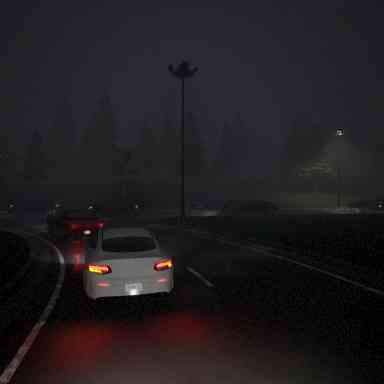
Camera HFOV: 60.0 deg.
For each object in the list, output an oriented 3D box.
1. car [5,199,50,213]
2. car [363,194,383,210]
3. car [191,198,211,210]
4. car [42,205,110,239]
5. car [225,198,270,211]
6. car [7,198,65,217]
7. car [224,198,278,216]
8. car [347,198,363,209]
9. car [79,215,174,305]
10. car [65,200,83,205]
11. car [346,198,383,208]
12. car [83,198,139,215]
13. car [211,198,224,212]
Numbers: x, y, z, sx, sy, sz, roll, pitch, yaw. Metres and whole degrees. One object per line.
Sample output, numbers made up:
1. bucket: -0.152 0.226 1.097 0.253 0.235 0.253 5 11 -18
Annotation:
1. car: -18.546 1.564 37.644 4.181 1.385 1.994 0 0 -14
2. car: 24.532 1.221 40.909 5.566 2.045 2.150 0 0 -14
3. car: 2.402 1.477 42.737 5.008 1.535 1.882 0 0 -14
4. car: -6.180 1.601 17.414 1.895 1.301 4.718 0 0 -35
5. car: 6.687 1.478 40.176 5.008 1.535 1.882 0 0 -14
6. car: -14.782 1.352 31.355 4.553 1.767 2.097 0 0 -14
7. car: 6.063 1.491 32.821 4.902 1.511 2.128 0 0 -14
8. car: 23.018 1.526 44.132 4.674 1.442 1.812 0 0 -14
9. car: -1.664 1.526 8.124 1.812 1.442 4.674 0 0 -16
10. car: -12.383 1.564 35.539 4.181 1.385 1.994 0 0 -14
11. car: 25.332 1.547 48.305 5.357 1.411 2.033 0 0 -14
12. car: -7.049 1.351 29.633 4.553 1.767 2.097 0 0 -14
13. car: 4.922 1.505 36.145 4.892 1.490 1.837 0 0 -14
